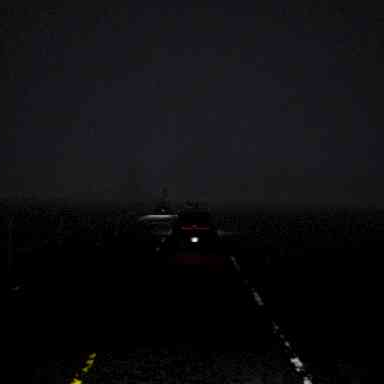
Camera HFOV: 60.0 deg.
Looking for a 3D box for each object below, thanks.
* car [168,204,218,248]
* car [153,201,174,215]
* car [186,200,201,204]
[{"bbox_3d":[0.114,1.525,14.916,1.837,1.490,4.892,0,0,0],"label":"car"},{"bbox_3d":[-2.794,1.615,34.242,1.994,1.385,4.181,0,0,0],"label":"car"},{"bbox_3d":[0.142,1.537,31.393,2.128,1.511,4.902,0,0,0],"label":"car"}]
